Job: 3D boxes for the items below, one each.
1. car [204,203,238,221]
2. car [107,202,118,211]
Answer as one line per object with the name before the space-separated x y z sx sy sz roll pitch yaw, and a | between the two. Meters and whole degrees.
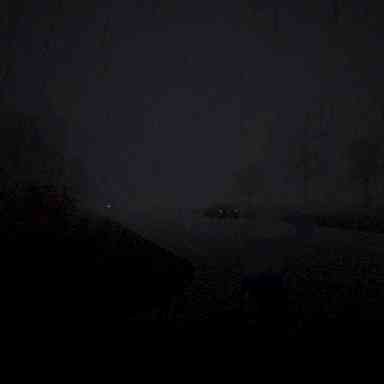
car | 2.900 1.992 34.621 2.097 1.767 4.553 -1 -1 -19
car | -16.846 2.993 70.643 2.097 1.767 4.553 -1 -1 -15
